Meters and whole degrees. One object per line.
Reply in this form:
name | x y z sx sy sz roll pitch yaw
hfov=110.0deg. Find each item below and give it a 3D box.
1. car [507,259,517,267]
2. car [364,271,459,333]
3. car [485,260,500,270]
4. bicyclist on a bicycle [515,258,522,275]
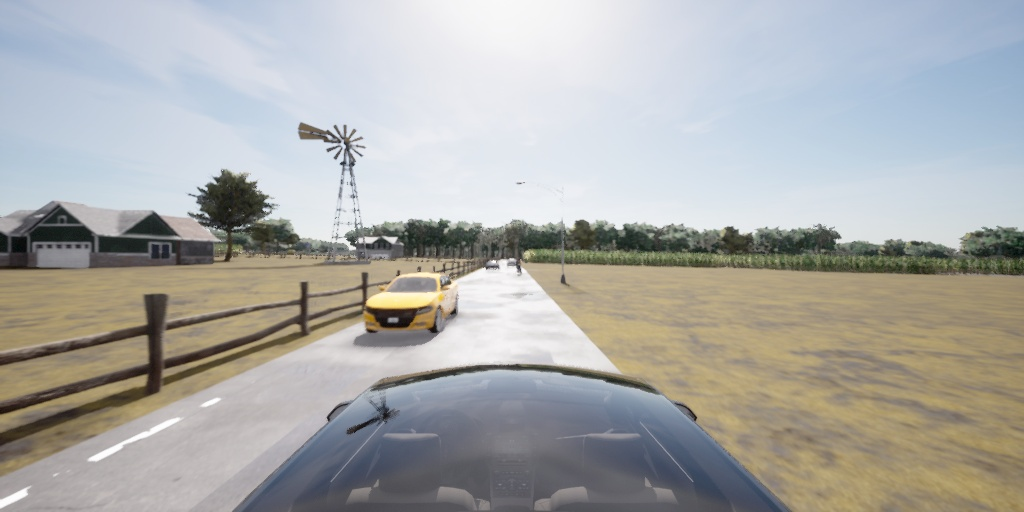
car | 0.001 1.372 65.277 1.895 1.301 4.718 0 0 0
car | -2.839 1.263 11.097 1.882 1.535 5.008 0 0 0
car | -2.818 1.335 52.582 1.994 1.385 4.181 0 0 0
bicyclist on a bicycle | 0.759 1.237 37.837 0.582 1.620 1.656 0 0 0
